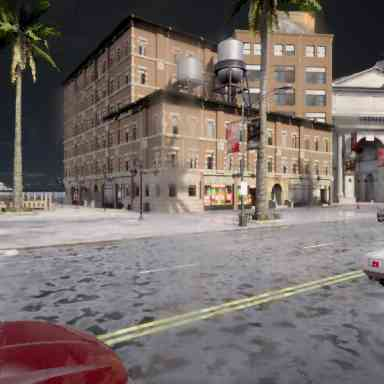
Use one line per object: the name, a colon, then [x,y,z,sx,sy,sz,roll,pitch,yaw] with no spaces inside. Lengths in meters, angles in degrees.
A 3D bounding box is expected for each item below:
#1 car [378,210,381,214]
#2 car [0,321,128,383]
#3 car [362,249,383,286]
car: [14.270,1.242,22.331,4.674,1.442,1.812,0,0,-35]
car: [-2.751,1.478,1.693,5.008,1.535,1.882,1,-1,-36]
car: [6.212,1.601,8.044,4.718,1.301,1.895,0,0,-35]
